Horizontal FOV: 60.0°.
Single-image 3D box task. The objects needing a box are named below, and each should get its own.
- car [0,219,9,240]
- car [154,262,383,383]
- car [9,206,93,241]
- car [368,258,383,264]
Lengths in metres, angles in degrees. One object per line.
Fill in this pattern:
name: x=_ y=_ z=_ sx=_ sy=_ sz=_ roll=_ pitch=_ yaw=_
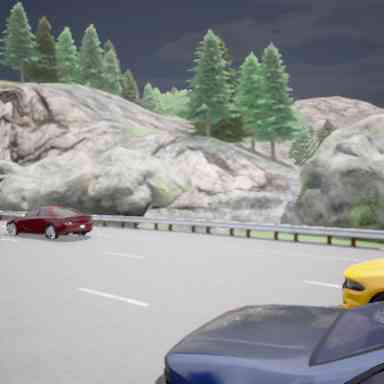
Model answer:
car: x=-10.514 y=1.345 z=14.642 sx=4.553 sy=1.767 sz=2.097 roll=0 pitch=0 yaw=31
car: x=2.264 y=1.540 z=2.326 sx=5.357 sy=1.411 sz=2.033 roll=0 pitch=0 yaw=35
car: x=-7.230 y=1.462 z=16.773 sx=5.008 sy=1.535 sz=1.882 roll=0 pitch=0 yaw=31
car: x=4.855 y=1.462 z=4.729 sx=5.008 sy=1.535 sz=1.882 roll=0 pitch=0 yaw=36
